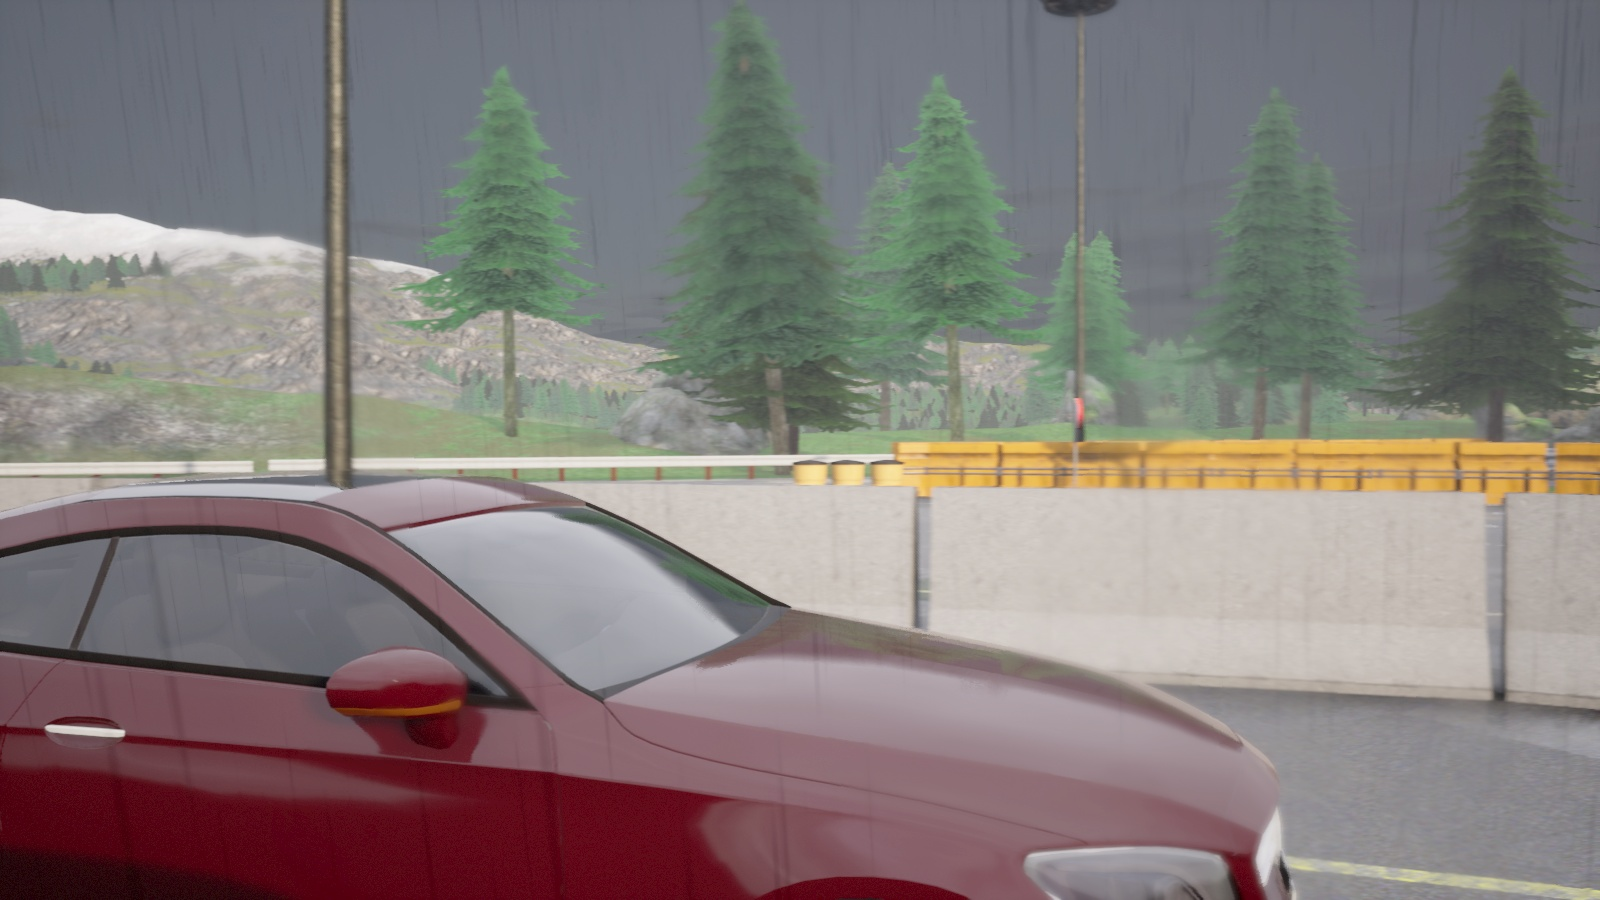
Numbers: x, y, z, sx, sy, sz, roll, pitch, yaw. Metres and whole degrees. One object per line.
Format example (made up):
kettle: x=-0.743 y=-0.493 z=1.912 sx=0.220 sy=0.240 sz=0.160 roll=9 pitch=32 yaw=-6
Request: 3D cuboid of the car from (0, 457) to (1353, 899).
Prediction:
car: x=-1.102 y=0.783 z=3.571 sx=4.674 sy=1.442 sz=1.812 roll=1 pitch=1 yaw=16
